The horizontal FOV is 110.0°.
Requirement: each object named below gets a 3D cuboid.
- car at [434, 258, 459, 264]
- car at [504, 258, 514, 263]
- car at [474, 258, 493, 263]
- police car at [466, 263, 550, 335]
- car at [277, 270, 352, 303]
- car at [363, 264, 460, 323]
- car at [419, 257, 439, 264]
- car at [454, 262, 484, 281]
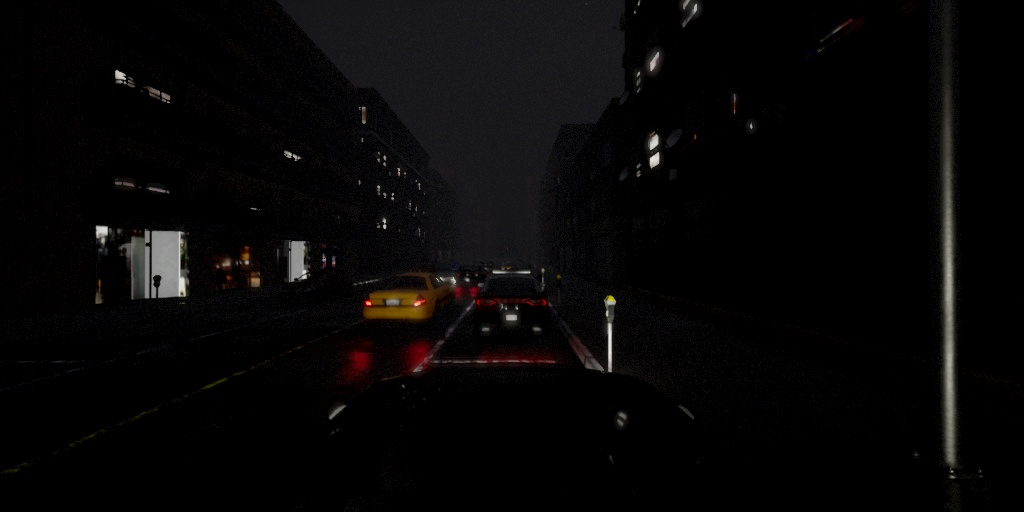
[{"bbox_3d":[-6.234,1.227,36.549,1.882,1.535,5.008,0,0,0],"label":"car"},{"bbox_3d":[-0.456,1.275,39.173,1.751,1.417,4.829,0,0,0],"label":"car"},{"bbox_3d":[-3.060,1.240,43.728,2.128,1.511,4.902,0,0,0],"label":"car"},{"bbox_3d":[-0.011,1.175,10.609,1.930,1.638,5.238,0,0,0],"label":"police car"},{"bbox_3d":[-8.837,1.333,16.462,1.802,1.307,4.207,0,0,0],"label":"car"},{"bbox_3d":[-3.144,1.206,12.020,1.801,1.575,5.366,0,0,0],"label":"car"},{"bbox_3d":[-8.837,1.064,39.007,2.192,1.841,5.009,0,0,0],"label":"car"},{"bbox_3d":[-3.064,1.351,27.075,1.895,1.301,4.718,0,0,0],"label":"car"}]
